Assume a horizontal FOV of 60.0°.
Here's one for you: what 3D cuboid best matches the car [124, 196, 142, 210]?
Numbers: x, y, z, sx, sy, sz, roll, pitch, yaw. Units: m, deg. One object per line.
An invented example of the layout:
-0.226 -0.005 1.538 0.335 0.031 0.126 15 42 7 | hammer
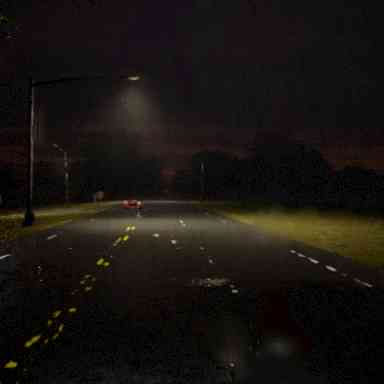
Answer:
-7.663 1.356 43.617 2.097 1.767 4.553 0 -1 -6 | car
